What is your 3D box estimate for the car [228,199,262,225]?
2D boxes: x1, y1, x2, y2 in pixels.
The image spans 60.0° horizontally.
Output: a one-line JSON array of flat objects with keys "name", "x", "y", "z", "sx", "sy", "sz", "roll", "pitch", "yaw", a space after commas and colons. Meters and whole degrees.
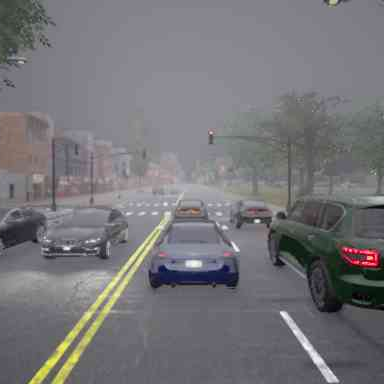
[{"name": "car", "x": 3.195, "y": 1.137, "z": 18.661, "sx": 1.837, "sy": 1.490, "sz": 4.892, "roll": 0, "pitch": 1, "yaw": 0}]

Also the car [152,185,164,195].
[{"name": "car", "x": -6.855, "y": -0.432, "z": 67.994, "sx": 2.150, "sy": 2.045, "sz": 5.566, "roll": 0, "pitch": 2, "yaw": 0}]

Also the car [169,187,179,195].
[{"name": "car", "x": -3.606, "y": -0.158, "z": 68.051, "sx": 1.837, "sy": 1.490, "sz": 4.892, "roll": 0, "pitch": 2, "yaw": 0}]

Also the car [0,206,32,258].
[{"name": "car", "x": -6.649, "y": 1.252, "z": 11.305, "sx": 2.128, "sy": 1.511, "sz": 4.902, "roll": 0, "pitch": 1, "yaw": 0}]

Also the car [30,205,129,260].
[{"name": "car", "x": -3.400, "y": 1.262, "z": 11.445, "sx": 1.837, "sy": 1.490, "sz": 4.892, "roll": 0, "pitch": 1, "yaw": 0}]

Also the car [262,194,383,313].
[{"name": "car", "x": 3.277, "y": 1.052, "z": 7.359, "sx": 2.150, "sy": 2.045, "sz": 5.566, "roll": 0, "pitch": 1, "yaw": 0}]

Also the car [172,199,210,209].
[{"name": "car", "x": -0.059, "y": 1.136, "z": 18.823, "sx": 1.837, "sy": 1.490, "sz": 4.892, "roll": 0, "pitch": 1, "yaw": 1}]

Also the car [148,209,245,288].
[{"name": "car", "x": 0.028, "y": 1.369, "z": 8.661, "sx": 1.994, "sy": 1.385, "sz": 4.181, "roll": 0, "pitch": 1, "yaw": 0}]
